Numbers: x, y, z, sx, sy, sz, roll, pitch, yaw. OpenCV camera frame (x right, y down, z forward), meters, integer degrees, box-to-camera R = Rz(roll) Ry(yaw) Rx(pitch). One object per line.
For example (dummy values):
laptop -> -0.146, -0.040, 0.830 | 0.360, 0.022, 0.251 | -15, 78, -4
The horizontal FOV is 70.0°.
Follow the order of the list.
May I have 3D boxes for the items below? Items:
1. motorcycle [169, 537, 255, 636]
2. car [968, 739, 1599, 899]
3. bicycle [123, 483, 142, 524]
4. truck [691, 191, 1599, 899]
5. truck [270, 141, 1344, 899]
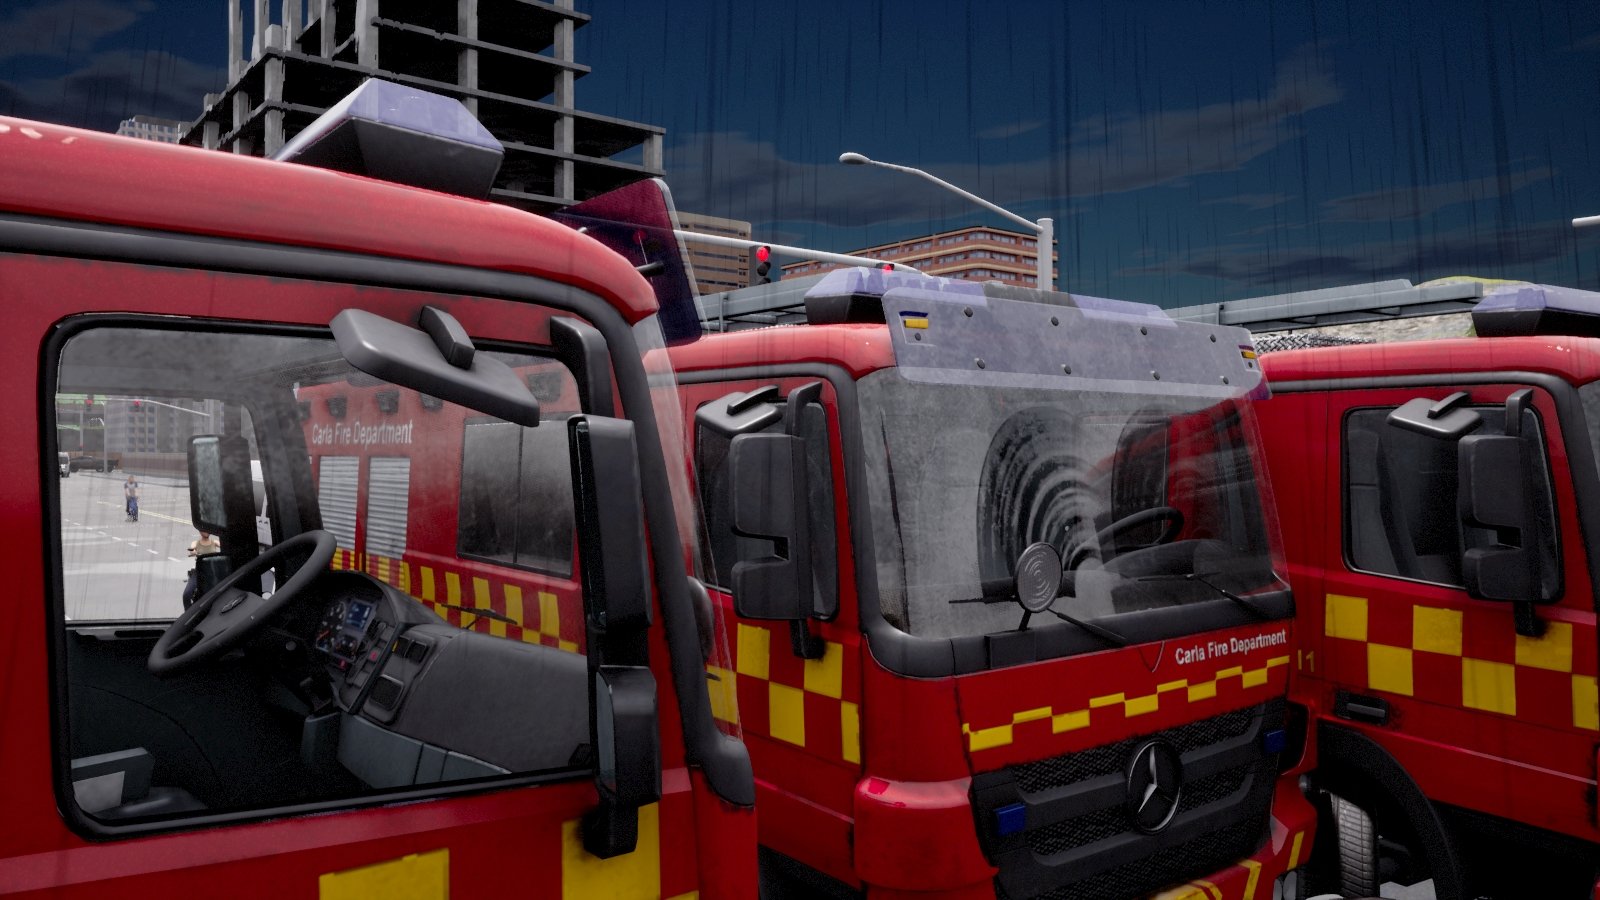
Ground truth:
motorcycle -> -9.533, 2.155, 18.464 | 0.764, 1.307, 2.356 | 0, 0, -39
car -> 2.437, 2.065, 3.109 | 1.970, 1.475, 3.806 | 0, 0, -30
bicycle -> -25.718, 2.056, 43.988 | 0.373, 1.496, 1.643 | 0, 0, -39
truck -> 2.348, 0.890, 8.605 | 2.891, 3.827, 8.468 | 0, 0, -31
truck -> -1.099, 0.890, 8.003 | 2.891, 3.827, 8.468 | 0, 0, -38
